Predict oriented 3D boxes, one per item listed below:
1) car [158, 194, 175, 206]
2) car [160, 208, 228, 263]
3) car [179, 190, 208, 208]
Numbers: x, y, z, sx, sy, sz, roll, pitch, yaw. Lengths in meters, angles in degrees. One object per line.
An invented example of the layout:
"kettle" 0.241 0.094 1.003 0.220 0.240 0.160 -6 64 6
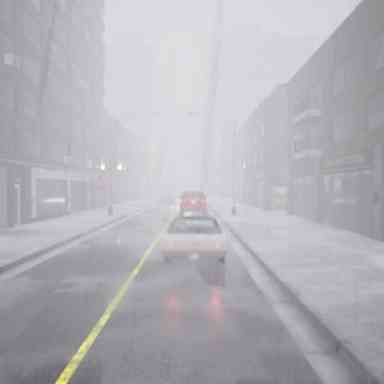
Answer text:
"car" -3.082 0.944 41.154 1.812 1.442 4.674 0 1 0
"car" 0.097 1.437 11.251 1.895 1.301 4.718 0 1 1
"car" 0.103 0.831 27.377 2.150 2.045 5.566 0 1 0
